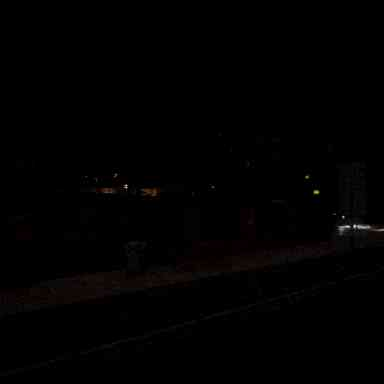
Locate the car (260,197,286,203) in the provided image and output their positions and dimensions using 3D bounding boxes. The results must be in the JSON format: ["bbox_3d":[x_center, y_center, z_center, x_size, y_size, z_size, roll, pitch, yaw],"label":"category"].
[{"bbox_3d":[7.315,1.138,28.591,2.033,1.411,5.357,-2,2,-33],"label":"car"}]

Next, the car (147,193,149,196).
[{"bbox_3d":[-8.287,0.543,51.263,2.128,1.511,4.902,-2,2,-34],"label":"car"}]

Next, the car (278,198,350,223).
[{"bbox_3d":[8.222,1.338,22.259,1.994,1.385,4.181,-2,2,-36],"label":"car"}]

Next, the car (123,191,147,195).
[{"bbox_3d":[-8.548,0.712,46.605,1.812,1.442,4.674,-2,2,-34],"label":"car"}]

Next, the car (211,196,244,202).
[{"bbox_3d":[3.283,1.102,29.386,1.837,1.490,4.892,-2,2,-35],"label":"car"}]

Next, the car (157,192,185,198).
[{"bbox_3d":[-2.366,0.751,37.571,2.097,1.767,4.553,-2,2,-34],"label":"car"}]
